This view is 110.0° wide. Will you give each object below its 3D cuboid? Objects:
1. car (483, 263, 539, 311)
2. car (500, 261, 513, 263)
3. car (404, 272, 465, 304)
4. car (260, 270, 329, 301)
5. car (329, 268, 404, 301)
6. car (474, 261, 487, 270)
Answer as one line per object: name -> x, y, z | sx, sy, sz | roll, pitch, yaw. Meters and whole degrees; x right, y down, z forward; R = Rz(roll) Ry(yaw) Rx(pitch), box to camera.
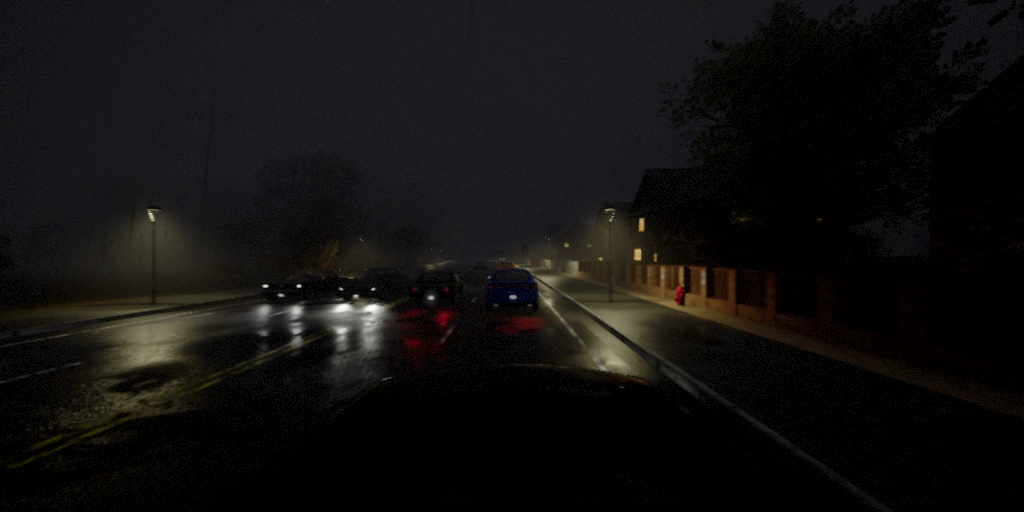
car -> 0.000, 1.239, 14.621 | 1.882, 1.535, 5.008 | 0, 0, -1
car -> -0.623, 1.259, 37.816 | 1.882, 1.535, 5.008 | 0, 0, -2
car -> -3.272, 1.368, 16.549 | 1.895, 1.301, 4.718 | 0, 0, -1
car -> -9.902, 1.379, 17.570 | 1.895, 1.301, 4.718 | 0, 0, -1
car -> -6.654, 1.321, 17.891 | 2.033, 1.411, 5.357 | 0, 0, -1
car -> -4.615, 1.367, 53.130 | 1.994, 1.385, 4.181 | 0, 0, -3
